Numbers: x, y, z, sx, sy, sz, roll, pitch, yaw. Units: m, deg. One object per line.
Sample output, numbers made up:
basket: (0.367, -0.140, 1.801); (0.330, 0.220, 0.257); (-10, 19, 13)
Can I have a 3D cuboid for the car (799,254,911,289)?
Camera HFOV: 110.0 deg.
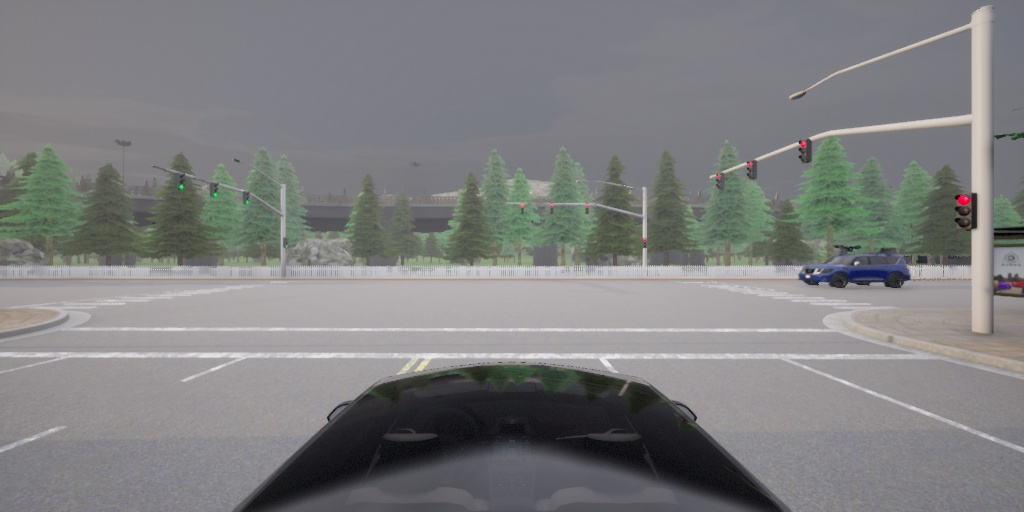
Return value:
car: (21.008, 0.909, 22.090); (5.566, 2.045, 2.150); (0, 0, 0)
